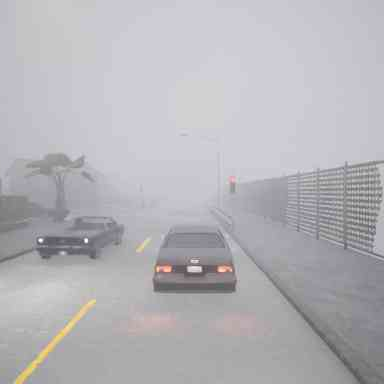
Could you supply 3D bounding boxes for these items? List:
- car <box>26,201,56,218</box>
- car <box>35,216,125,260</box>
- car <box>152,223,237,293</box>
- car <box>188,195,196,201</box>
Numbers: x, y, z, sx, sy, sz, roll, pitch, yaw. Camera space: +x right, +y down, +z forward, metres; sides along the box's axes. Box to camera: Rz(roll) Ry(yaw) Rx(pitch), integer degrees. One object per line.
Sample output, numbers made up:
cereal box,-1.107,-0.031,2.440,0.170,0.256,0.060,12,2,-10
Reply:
car,-13.238,1.505,27.897,4.892,1.490,1.837,0,0,0
car,-3.958,1.601,12.561,1.895,1.301,4.718,0,0,2
car,0.072,1.547,8.972,2.033,1.411,5.357,0,0,1
car,0.088,1.552,86.622,1.994,1.385,4.181,0,0,0
